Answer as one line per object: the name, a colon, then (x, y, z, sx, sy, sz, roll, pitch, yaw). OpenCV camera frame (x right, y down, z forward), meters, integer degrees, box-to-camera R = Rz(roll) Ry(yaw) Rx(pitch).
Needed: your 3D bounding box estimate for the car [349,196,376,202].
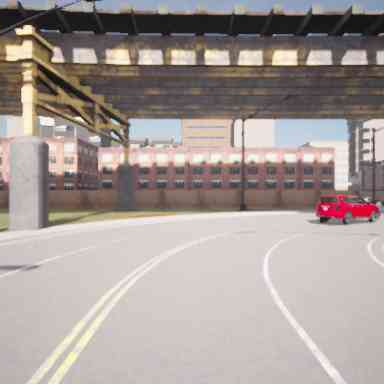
car: (33.875, 1.365, 66.113, 1.853, 1.218, 4.536, 0, 0, -34)

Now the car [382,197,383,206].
car: (29.342, 1.345, 46.603, 1.853, 1.218, 4.536, 0, 0, -29)

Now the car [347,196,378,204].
car: (33.846, 1.522, 66.156, 2.038, 1.542, 4.974, 0, 0, -34)

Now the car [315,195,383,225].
car: (11.494, 1.246, 24.516, 5.566, 2.045, 2.150, 0, 0, -33)
